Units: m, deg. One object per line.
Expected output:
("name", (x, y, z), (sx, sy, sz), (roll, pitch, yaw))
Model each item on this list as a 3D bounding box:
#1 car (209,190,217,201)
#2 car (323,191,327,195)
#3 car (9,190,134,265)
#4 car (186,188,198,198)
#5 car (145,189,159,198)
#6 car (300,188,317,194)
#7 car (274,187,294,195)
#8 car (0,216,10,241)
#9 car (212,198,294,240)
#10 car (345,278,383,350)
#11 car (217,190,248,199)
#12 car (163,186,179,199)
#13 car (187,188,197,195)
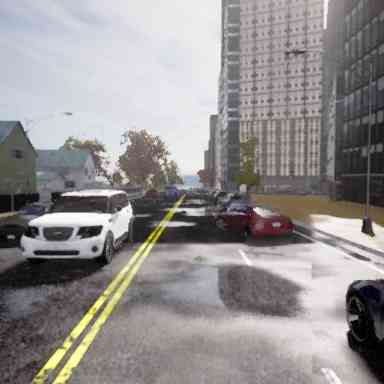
("car", (3.264, 0.602, 36.014), (2.033, 1.649, 4.856), (0, 1, 0))
("car", (33.690, 0.191, 79.471), (4.507, 1.381, 1.887), (1, 3, 20))
("car", (-3.355, 0.960, 11.013), (2.150, 2.045, 5.566), (0, 1, 0))
("car", (0.026, 0.319, 56.452), (1.895, 1.301, 4.718), (0, 1, 0))
("car", (-6.541, 0.222, 55.239), (1.882, 1.535, 5.008), (0, 1, 0))
("car", (31.081, -0.254, 88.811), (4.403, 1.369, 2.008), (1, 3, 20))
("car", (23.045, -0.212, 83.359), (5.009, 1.841, 2.192), (1, 3, 20))
("car", (-6.594, 1.199, 14.800), (2.033, 1.411, 5.357), (0, 1, 0))
("car", (2.667, 1.211, 14.975), (1.994, 1.385, 4.181), (0, 1, -19))
("car", (3.252, 1.429, 3.042), (2.163, 1.488, 4.792), (0, 1, 0))
("car", (3.260, 0.850, 25.012), (2.033, 1.649, 4.856), (0, 1, 0))
("car", (-3.298, 0.029, 52.340), (2.150, 2.045, 5.566), (0, 1, 0))
("car", (0.029, -0.210, 74.148), (2.033, 1.411, 5.357), (0, 1, 0))
